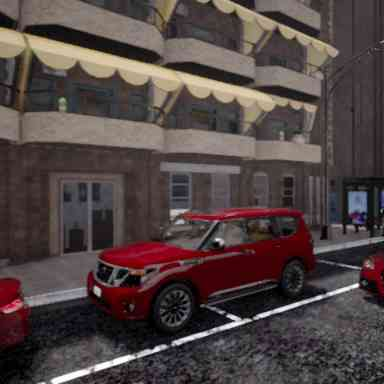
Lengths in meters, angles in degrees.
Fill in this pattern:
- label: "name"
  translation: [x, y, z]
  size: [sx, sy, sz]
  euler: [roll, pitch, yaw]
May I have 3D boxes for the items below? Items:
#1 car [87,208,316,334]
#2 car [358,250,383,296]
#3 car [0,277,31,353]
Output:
- label: "car"
  translation: [0.498, 1.300, 6.918]
  size: [5.009, 1.841, 2.192]
  euler: [0, 0, -36]
- label: "car"
  translation: [5.525, 1.533, 7.321]
  size: [4.181, 1.385, 1.994]
  euler: [0, 0, -36]
- label: "car"
  translation: [-4.098, 1.586, 3.636]
  size: [4.206, 1.307, 1.802]
  euler: [0, 0, -36]
